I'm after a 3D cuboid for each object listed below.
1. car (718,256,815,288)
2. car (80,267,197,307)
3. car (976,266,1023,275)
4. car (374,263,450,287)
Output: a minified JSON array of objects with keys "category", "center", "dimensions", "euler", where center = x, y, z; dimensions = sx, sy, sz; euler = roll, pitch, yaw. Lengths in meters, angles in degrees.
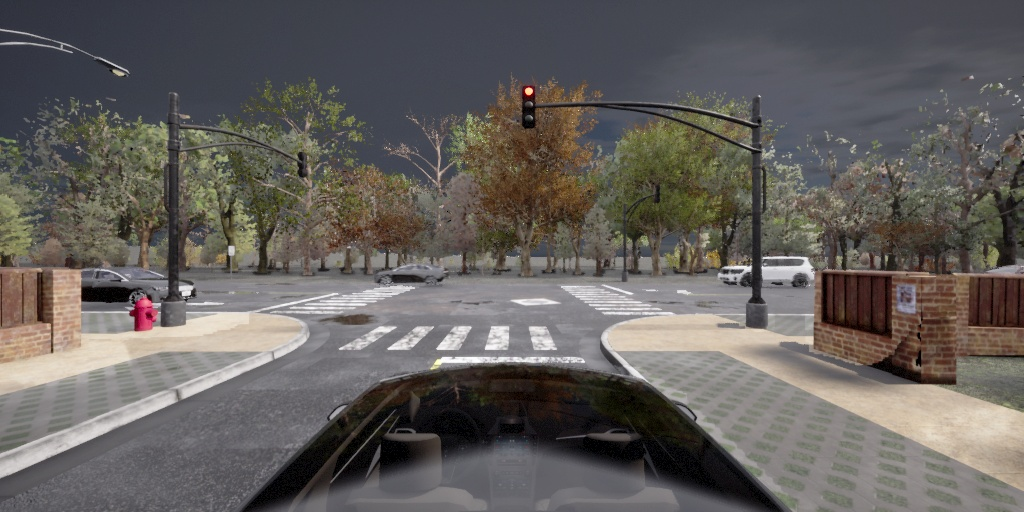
[{"category":"car","center":[16.896,1.044,23.935],"dimensions":[5.566,2.045,2.150],"euler":[0,0,0]},{"category":"car","center":[-15.118,1.183,13.946],"dimensions":[4.902,1.511,2.128],"euler":[0,0,0]},{"category":"car","center":[33.438,1.400,23.938],"dimensions":[4.674,1.442,1.812],"euler":[0,0,0]},{"category":"car","center":[-6.612,1.228,23.906],"dimensions":[4.902,1.511,2.128],"euler":[0,0,0]}]
